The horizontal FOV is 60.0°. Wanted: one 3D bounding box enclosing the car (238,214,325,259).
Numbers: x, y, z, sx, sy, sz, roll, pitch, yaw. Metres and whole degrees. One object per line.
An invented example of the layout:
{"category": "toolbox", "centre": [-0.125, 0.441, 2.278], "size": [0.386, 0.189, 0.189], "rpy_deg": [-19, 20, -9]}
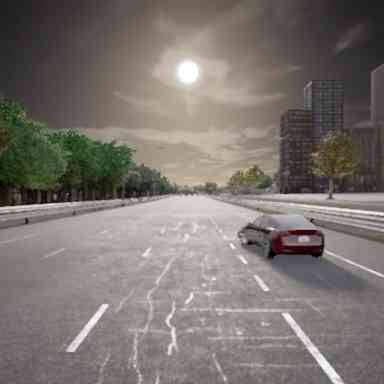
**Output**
{"category": "car", "centre": [3.395, 1.595, 13.194], "size": [2.163, 1.488, 4.792], "rpy_deg": [0, 0, -6]}
